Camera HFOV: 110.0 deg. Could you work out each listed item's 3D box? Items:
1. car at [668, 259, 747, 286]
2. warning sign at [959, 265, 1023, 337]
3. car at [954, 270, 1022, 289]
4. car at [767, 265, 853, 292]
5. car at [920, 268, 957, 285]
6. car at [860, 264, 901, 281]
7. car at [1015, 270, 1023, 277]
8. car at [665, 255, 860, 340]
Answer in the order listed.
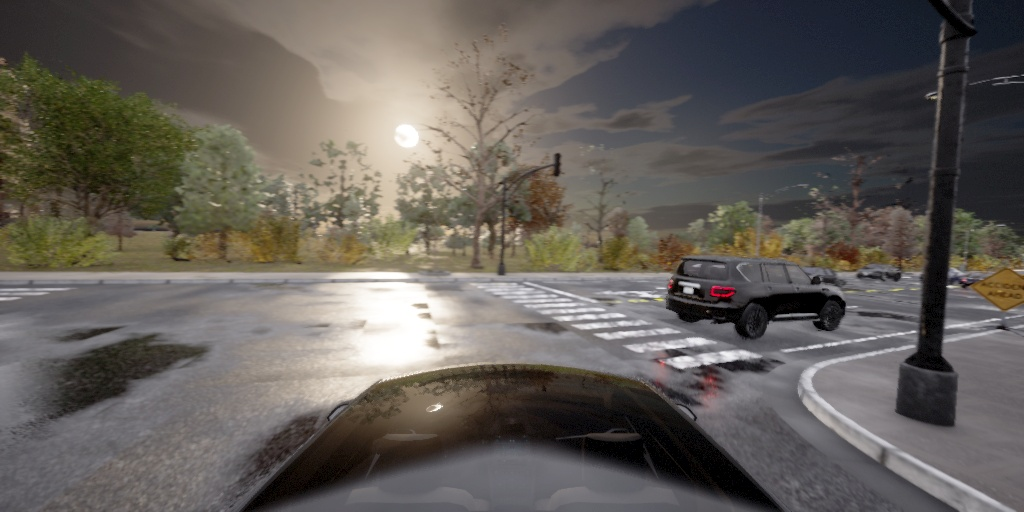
[{"bbox_3d":[12.962,1.033,23.688,5.008,1.535,1.882,1,2,-25],"label":"car"},{"bbox_3d":[14.052,1.229,10.271,1.060,1.860,1.300,0,0,-24],"label":"warning sign"},{"bbox_3d":[36.113,1.919,27.198,4.718,1.301,1.895,1,2,-25],"label":"car"},{"bbox_3d":[19.101,1.369,22.931,5.357,1.411,2.033,1,2,-25],"label":"car"},{"bbox_3d":[38.525,1.754,32.015,4.674,1.442,1.812,1,2,-26],"label":"car"},{"bbox_3d":[34.523,1.498,33.718,4.902,1.511,2.128,1,2,-25],"label":"car"},{"bbox_3d":[45.350,1.985,31.725,5.008,1.535,1.882,1,3,-26],"label":"car"},{"bbox_3d":[7.120,1.057,10.487,5.566,2.045,2.150,1,2,-23],"label":"car"}]
